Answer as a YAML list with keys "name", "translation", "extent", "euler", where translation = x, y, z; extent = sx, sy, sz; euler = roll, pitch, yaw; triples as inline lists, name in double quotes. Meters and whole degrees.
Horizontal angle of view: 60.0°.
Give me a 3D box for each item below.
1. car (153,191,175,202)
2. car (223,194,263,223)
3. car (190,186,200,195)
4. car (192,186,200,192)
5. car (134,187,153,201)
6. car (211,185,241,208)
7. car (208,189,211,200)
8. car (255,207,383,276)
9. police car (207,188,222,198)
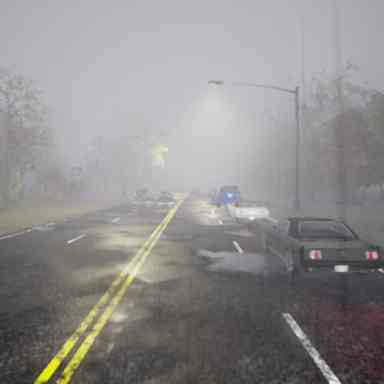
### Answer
- name: "car"
  translation: [-3.195, 0.518, 41.839]
  extent: [2.033, 1.411, 5.357]
  euler: [0, 1, 1]
- name: "car"
  translation: [3.284, 1.064, 20.493]
  extent: [1.895, 1.301, 4.718]
  euler: [0, 2, 0]
- name: "car"
  translation: [0.482, -0.130, 63.174]
  extent: [2.033, 1.411, 5.357]
  euler: [0, 3, 1]
- name: "car"
  translation: [1.115, -0.890, 85.261]
  extent: [1.812, 1.442, 4.674]
  euler: [0, 2, 2]
- name: "car"
  translation: [-6.409, 0.278, 44.332]
  extent: [2.097, 1.767, 4.553]
  euler: [0, 2, 1]
- name: "car"
  translation: [3.317, 0.399, 31.446]
  extent: [2.150, 2.045, 5.566]
  euler: [0, 1, 0]
- name: "car"
  translation: [3.393, 0.414, 42.384]
  extent: [1.812, 1.442, 4.674]
  euler: [0, 1, 1]
- name: "car"
  translation: [3.272, 1.337, 9.465]
  extent: [1.895, 1.301, 4.718]
  euler: [1, 1, 0]
- name: "police car"
  translation: [3.537, 0.096, 53.346]
  extent: [2.038, 1.542, 4.974]
  euler: [-1, 1, 1]
